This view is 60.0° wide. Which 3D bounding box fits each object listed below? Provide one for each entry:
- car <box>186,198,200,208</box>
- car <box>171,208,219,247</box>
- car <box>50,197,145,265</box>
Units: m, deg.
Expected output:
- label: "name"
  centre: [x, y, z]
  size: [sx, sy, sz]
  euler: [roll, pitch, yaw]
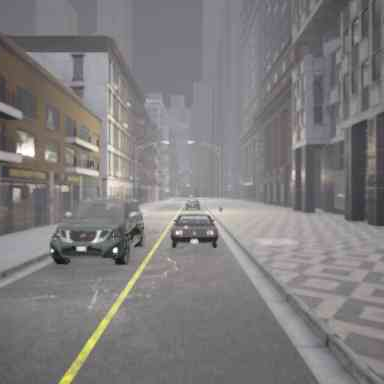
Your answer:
- label: "car"
  centre: [0.108, 1.553, 44.752]
  size: [2.128, 1.511, 4.902]
  euler: [0, 0, 0]
- label: "car"
  centre: [0.102, 1.619, 15.098]
  size: [1.895, 1.301, 4.718]
  euler: [0, 0, 0]
- label: "car"
  centre: [-3.072, 1.236, 12.060]
  size: [2.150, 2.045, 5.566]
  euler: [0, 0, 0]
